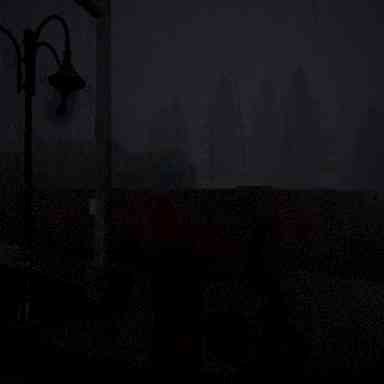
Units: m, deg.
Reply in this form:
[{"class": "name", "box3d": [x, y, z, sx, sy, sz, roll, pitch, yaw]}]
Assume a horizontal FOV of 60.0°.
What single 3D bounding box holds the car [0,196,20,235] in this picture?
[{"class": "car", "box3d": [-8.963, 1.177, 17.797, 1.932, 1.855, 4.605, 0, 0, 36]}]
